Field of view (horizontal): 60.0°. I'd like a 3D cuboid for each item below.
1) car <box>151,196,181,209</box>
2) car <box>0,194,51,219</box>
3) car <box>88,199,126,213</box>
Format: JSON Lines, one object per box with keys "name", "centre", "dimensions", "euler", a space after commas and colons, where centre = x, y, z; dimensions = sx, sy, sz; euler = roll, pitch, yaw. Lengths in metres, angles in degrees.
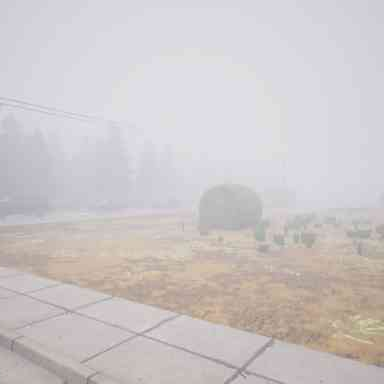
{"name": "car", "centre": [-3.586, 1.379, 45.829], "dimensions": [2.097, 1.767, 4.553], "euler": [0, 0, 37]}
{"name": "car", "centre": [-15.500, 1.248, 29.703], "dimensions": [2.150, 2.045, 5.566], "euler": [0, 0, 36]}
{"name": "car", "centre": [-9.552, 1.552, 37.751], "dimensions": [1.812, 1.442, 4.674], "euler": [0, 0, 37]}
